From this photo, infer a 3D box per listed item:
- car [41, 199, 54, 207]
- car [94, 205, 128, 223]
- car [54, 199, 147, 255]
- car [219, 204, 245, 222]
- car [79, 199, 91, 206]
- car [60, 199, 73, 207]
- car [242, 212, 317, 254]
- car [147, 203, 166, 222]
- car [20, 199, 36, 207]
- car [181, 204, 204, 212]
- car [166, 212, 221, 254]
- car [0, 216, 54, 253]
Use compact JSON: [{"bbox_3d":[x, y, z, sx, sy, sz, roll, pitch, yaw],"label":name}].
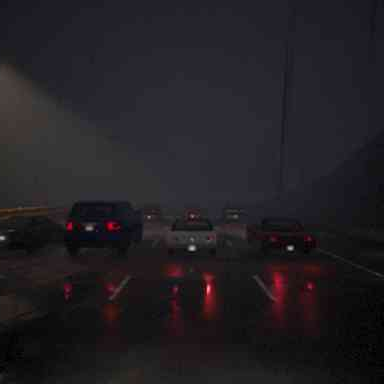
[{"bbox_3d":[-28.454,2.130,65.594,1.812,1.442,4.674,0,-1,-13],"label":"car"},{"bbox_3d":[-6.964,1.870,29.099,1.895,1.301,4.718,0,0,0],"label":"car"},{"bbox_3d":[-3.487,1.347,14.007,2.150,2.045,5.566,0,0,0],"label":"car"},{"bbox_3d":[3.534,1.764,29.265,2.128,1.511,4.902,0,0,0],"label":"car"},{"bbox_3d":[-21.725,2.173,67.533,1.994,1.385,4.181,0,-1,-13],"label":"car"},{"bbox_3d":[-25.090,2.166,66.563,1.994,1.385,4.181,0,-1,-13],"label":"car"},{"bbox_3d":[3.514,1.732,14.082,1.895,1.301,4.718,0,0,0],"label":"car"},{"bbox_3d":[-3.465,1.779,29.295,1.837,1.490,4.892,0,0,0],"label":"car"},{"bbox_3d":[-31.819,2.075,64.625,1.882,1.535,5.008,0,-1,-13],"label":"car"},{"bbox_3d":[0.034,1.798,29.366,1.812,1.442,4.674,0,0,0],"label":"car"},{"bbox_3d":[0.014,1.732,14.087,1.895,1.301,4.718,0,0,0],"label":"car"},{"bbox_3d":[-6.983,1.697,14.301,1.994,1.385,4.181,0,0,0],"label":"car"}]
